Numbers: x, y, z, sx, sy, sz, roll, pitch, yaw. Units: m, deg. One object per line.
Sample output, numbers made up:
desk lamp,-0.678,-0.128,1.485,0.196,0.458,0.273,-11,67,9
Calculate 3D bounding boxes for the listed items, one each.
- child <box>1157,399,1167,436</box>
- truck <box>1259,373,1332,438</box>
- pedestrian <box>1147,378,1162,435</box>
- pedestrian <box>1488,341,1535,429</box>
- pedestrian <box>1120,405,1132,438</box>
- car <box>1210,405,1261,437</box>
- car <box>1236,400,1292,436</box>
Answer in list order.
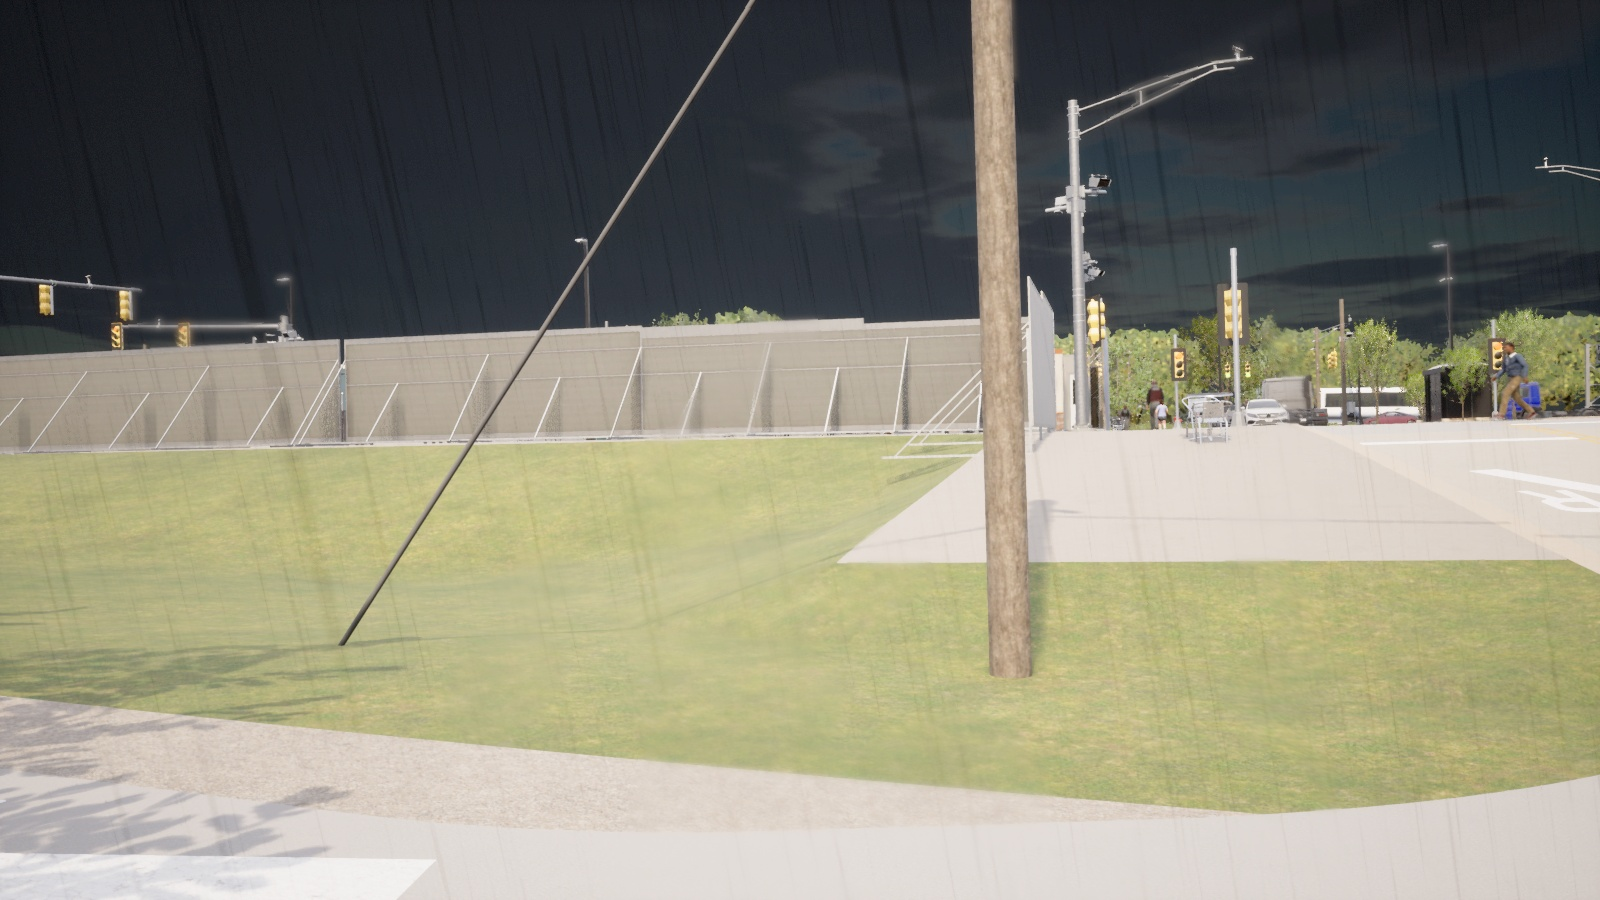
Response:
child,11.243,-1.008,38.981,0.255,1.110,0.394,-1,0,12
truck,29.004,-2.507,73.823,2.891,3.462,7.936,-1,0,14
pedestrian,11.647,-1.411,41.284,0.376,1.854,0.720,-1,0,10
pedestrian,16.123,-1.473,28.467,0.788,1.949,0.423,-1,0,6
pedestrian,18.781,-1.624,72.331,0.563,1.883,0.849,-1,0,20
car,24.159,-1.586,69.835,2.242,1.667,4.611,-1,0,14
car,20.681,-1.397,56.102,1.812,1.442,4.674,-1,0,14
